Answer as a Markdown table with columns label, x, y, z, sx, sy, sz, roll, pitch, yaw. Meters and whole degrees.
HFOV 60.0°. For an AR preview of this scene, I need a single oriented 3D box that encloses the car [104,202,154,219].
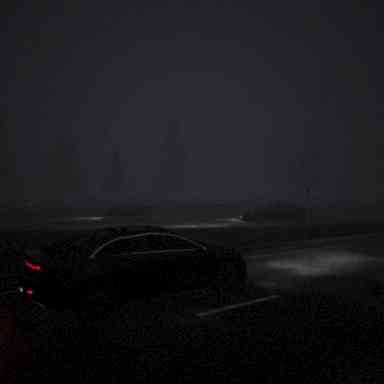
| label | x | y | z | sx | sy | sz | roll | pitch | yaw |
| --- | --- | --- | --- | --- | --- | --- | --- | --- | --- |
| car | -5.329 | 1.534 | 28.343 | 4.181 | 1.385 | 1.994 | 0 | 0 | -9 |

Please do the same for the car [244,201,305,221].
| label | x | y | z | sx | sy | sz | roll | pitch | yaw |
| --- | --- | --- | --- | --- | --- | --- | --- | --- | --- |
| car | 6.815 | 1.512 | 27.585 | 4.674 | 1.442 | 1.812 | 0 | 0 | -17 |

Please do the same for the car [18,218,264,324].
| label | x | y | z | sx | sy | sz | roll | pitch | yaw |
| --- | --- | --- | --- | --- | --- | --- | --- | --- | --- |
| car | -0.970 | 1.484 | 7.164 | 4.902 | 1.511 | 2.128 | 0 | 0 | -34 |

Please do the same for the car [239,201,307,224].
| label | x | y | z | sx | sy | sz | roll | pitch | yaw |
| --- | --- | --- | --- | --- | --- | --- | --- | --- | --- |
| car | 5.750 | 1.479 | 23.643 | 4.902 | 1.511 | 2.128 | 0 | 0 | -16 |
